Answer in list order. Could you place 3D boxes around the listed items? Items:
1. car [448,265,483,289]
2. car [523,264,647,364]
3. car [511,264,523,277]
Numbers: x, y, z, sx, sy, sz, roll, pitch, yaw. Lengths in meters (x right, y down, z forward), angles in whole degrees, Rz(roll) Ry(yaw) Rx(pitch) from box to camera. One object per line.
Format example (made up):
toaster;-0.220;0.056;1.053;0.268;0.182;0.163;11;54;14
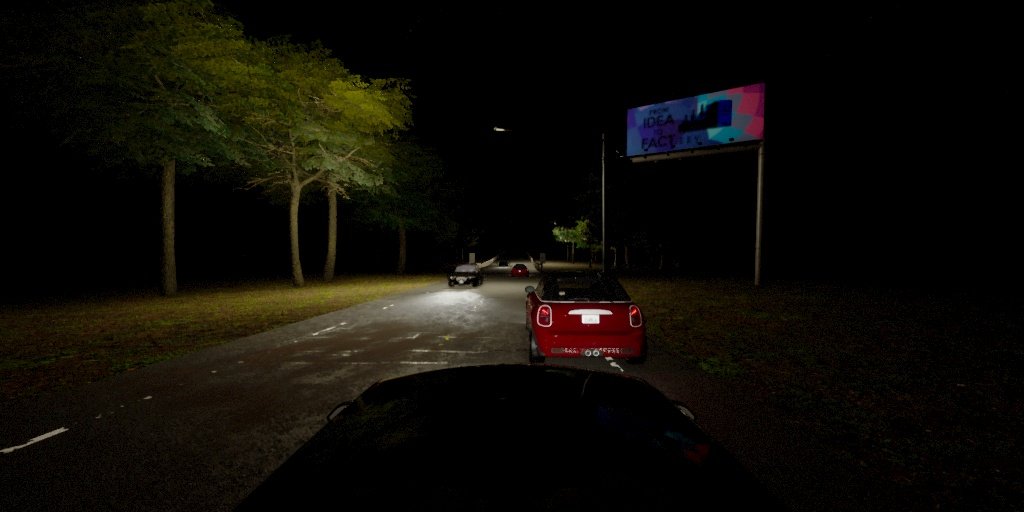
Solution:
car;-3.095;1.376;24.710;2.128;1.511;4.902;0;-1;1
car;1.394;1.113;8.282;2.097;1.767;4.553;0;0;1
car;0.923;1.670;41.305;1.994;1.385;4.181;0;-1;2
